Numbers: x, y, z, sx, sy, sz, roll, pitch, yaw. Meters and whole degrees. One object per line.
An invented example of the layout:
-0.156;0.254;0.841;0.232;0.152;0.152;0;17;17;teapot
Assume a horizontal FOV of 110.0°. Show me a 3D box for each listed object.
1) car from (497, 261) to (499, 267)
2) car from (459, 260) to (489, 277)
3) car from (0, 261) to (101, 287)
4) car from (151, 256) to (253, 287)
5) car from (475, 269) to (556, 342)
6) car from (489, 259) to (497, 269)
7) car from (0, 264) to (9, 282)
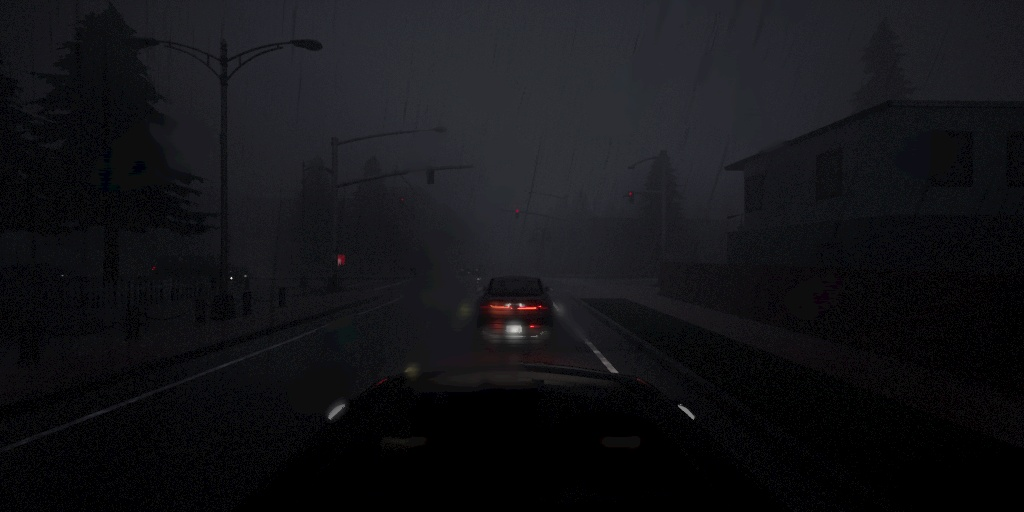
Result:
-3.432;1.255;62.894;1.837;1.490;4.892;0;0;1;car
-3.751;1.275;35.233;1.812;1.442;4.674;0;0;5;car
-31.103;1.257;23.748;4.902;1.511;2.128;0;0;-1;car
-20.665;0.987;24.025;5.566;2.045;2.150;0;0;-1;car
0.092;1.255;9.715;1.837;1.490;4.892;0;0;0;car
-3.483;1.276;49.629;1.812;1.442;4.674;0;0;0;car
-41.694;1.329;27.150;4.181;1.385;1.994;0;0;-3;car
